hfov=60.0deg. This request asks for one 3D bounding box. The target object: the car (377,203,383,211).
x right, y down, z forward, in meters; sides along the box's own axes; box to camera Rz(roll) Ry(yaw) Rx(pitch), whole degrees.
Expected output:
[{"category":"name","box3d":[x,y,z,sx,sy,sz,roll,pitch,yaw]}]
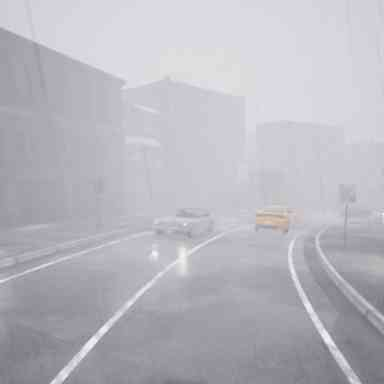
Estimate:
[{"category":"car","box3d":[28.031,2.131,47.093,4.892,1.490,1.837,2,3,-25]}]

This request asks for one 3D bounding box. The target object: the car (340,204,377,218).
[{"category":"car","box3d":[18.195,2.039,36.728,4.181,1.385,1.994,2,3,-40]}]

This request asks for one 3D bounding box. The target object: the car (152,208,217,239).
[{"category":"car","box3d":[-0.244,1.502,17.118,1.895,1.301,4.718,2,1,21]}]

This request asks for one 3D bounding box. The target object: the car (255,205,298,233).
[{"category":"car","box3d":[5.305,1.551,20.624,1.882,1.535,5.008,2,0,25]}]
